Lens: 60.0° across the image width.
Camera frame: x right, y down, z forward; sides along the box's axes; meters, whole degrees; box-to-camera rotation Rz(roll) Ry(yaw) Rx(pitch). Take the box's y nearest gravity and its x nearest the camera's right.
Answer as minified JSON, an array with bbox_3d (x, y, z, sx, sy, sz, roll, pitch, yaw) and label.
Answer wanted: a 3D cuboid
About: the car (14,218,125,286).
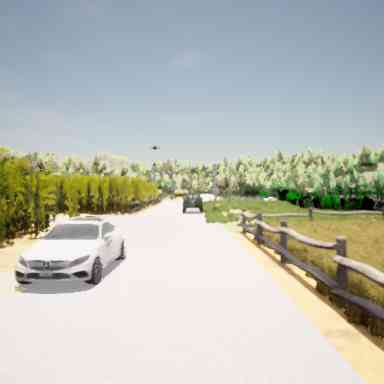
[{"bbox_3d":[-3.146,1.507,9.539,1.812,1.442,4.674,0,0,1],"label":"car"}]

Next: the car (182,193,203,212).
[{"bbox_3d":[0.090,1.152,36.991,2.150,2.045,5.566,0,0,0],"label":"car"}]
